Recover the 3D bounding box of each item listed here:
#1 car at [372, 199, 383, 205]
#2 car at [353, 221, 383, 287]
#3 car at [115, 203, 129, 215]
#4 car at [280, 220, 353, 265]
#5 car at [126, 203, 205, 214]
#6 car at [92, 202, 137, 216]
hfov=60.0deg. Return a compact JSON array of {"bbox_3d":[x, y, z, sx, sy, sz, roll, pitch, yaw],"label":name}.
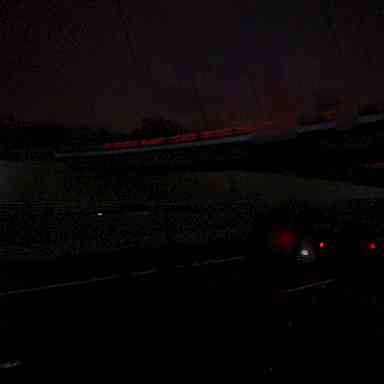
[{"bbox_3d":[29.390,1.768,50.761,5.008,1.535,1.882,0,0,-35],"label":"car"},{"bbox_3d":[6.279,1.396,8.238,4.553,1.767,2.097,0,0,-36],"label":"car"},{"bbox_3d":[-2.686,1.653,23.586,4.718,1.301,1.895,0,0,-36],"label":"car"},{"bbox_3d":[5.410,1.651,11.919,4.718,1.301,1.895,0,0,-36],"label":"car"},{"bbox_3d":[-1.229,1.553,20.325,4.892,1.490,1.837,0,0,-36],"label":"car"},{"bbox_3d":[-5.308,1.553,26.014,4.892,1.490,1.837,0,0,-36],"label":"car"}]
